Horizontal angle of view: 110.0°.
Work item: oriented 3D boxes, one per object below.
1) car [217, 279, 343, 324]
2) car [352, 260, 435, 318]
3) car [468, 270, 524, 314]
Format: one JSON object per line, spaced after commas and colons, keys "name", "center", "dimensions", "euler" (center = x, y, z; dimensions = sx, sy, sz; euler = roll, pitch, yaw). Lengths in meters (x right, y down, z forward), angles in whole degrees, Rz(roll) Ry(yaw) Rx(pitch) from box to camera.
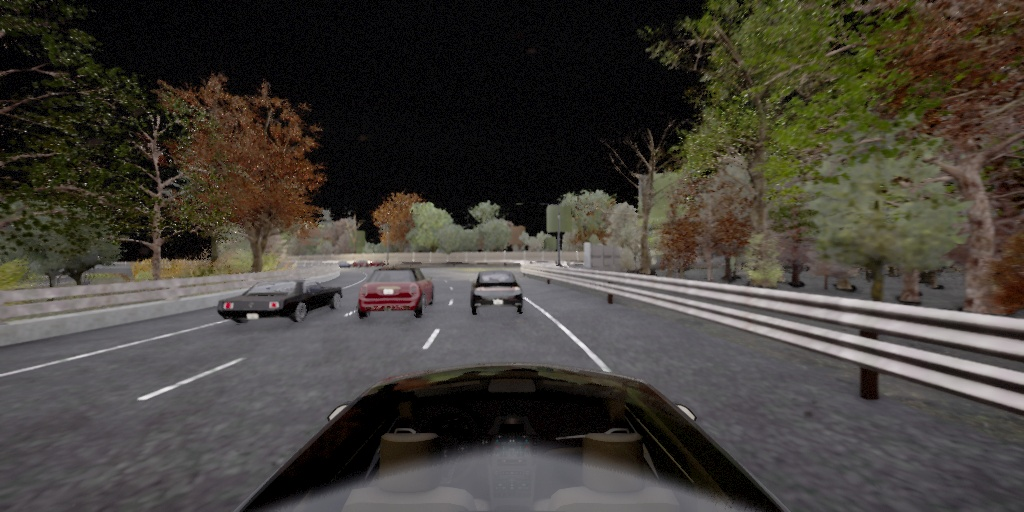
{"name": "car", "center": [-7.555, 1.439, 12.377], "dimensions": [1.895, 1.301, 4.718], "euler": [0, 0, -6]}
{"name": "car", "center": [-4.198, 1.176, 13.644], "dimensions": [2.097, 1.767, 4.553], "euler": [0, 0, -6]}
{"name": "car", "center": [-0.681, 1.300, 14.091], "dimensions": [2.128, 1.511, 4.902], "euler": [0, 0, -6]}
